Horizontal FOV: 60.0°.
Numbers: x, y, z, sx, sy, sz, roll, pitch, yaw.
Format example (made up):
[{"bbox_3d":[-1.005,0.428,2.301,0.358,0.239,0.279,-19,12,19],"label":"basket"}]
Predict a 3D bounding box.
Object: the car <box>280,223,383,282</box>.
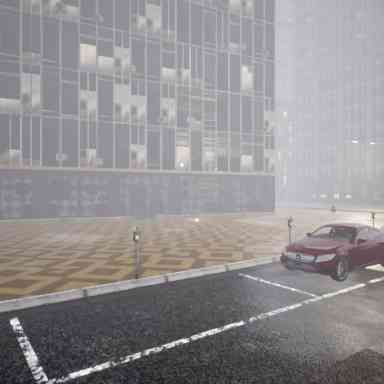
[{"bbox_3d":[4.404,1.579,9.712,4.206,1.307,1.802,0,0,-36],"label":"car"}]
